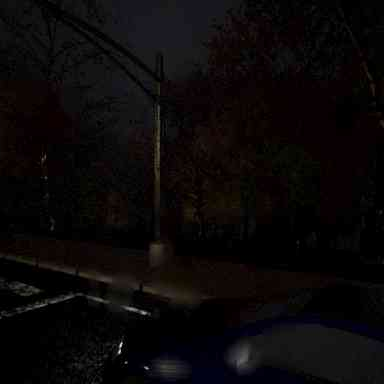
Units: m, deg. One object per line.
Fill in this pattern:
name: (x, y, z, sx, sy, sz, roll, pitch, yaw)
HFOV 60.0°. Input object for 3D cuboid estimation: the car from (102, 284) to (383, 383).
car: (1.158, 1.564, 2.857, 4.181, 1.385, 1.994, 0, 0, 35)
